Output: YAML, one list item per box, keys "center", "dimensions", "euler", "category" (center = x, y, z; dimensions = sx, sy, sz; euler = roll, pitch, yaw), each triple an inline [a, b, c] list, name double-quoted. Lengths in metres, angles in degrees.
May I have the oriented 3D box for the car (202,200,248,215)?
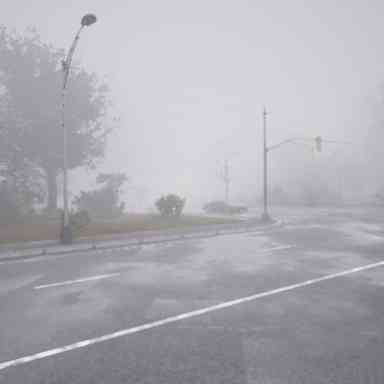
- center: [3.110, 1.438, 32.419]
  dimensions: [2.033, 1.411, 5.357]
  euler: [-1, -1, -32]
  category: "car"
